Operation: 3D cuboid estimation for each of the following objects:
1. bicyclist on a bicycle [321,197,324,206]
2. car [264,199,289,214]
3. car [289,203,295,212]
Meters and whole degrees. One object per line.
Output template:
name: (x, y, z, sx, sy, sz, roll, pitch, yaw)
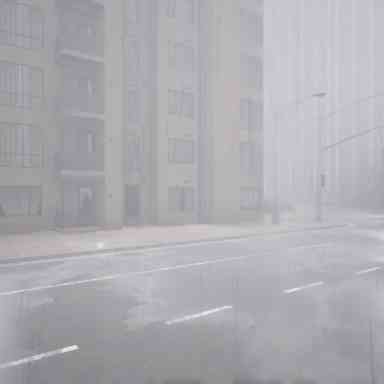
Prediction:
bicyclist on a bicycle: (18.319, 1.301, 47.564, 1.656, 1.620, 0.582, 0, 0, -34)
car: (7.545, 1.491, 35.903, 2.128, 1.511, 4.902, 0, 0, -34)
car: (9.772, 1.526, 38.878, 1.812, 1.442, 4.674, 0, 0, -35)
